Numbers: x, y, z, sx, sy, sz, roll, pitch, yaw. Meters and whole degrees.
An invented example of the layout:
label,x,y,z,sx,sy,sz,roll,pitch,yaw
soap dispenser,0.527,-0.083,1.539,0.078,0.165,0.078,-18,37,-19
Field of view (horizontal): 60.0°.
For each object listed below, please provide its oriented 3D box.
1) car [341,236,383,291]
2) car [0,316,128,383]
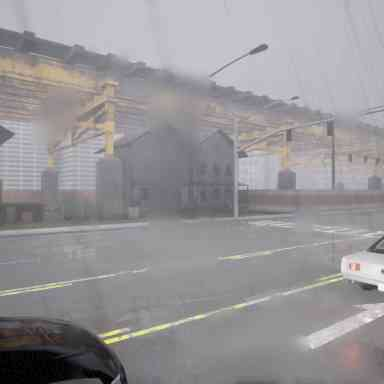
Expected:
label,x,y,z,sx,sy,sz,roll,pitch,yaw
car,5.616,1.601,7.776,4.718,1.301,1.895,0,0,-35
car,-2.739,1.492,1.793,4.902,1.511,2.128,0,0,-35
